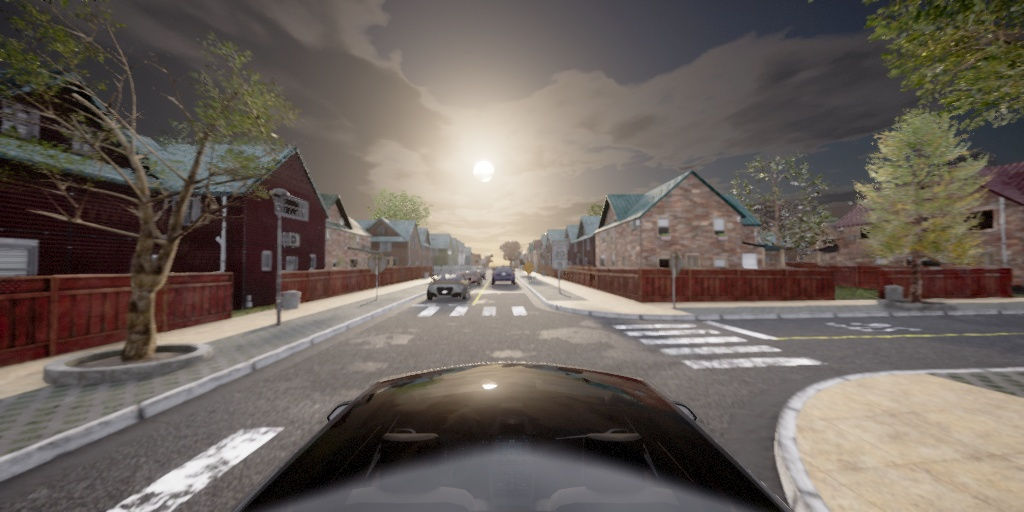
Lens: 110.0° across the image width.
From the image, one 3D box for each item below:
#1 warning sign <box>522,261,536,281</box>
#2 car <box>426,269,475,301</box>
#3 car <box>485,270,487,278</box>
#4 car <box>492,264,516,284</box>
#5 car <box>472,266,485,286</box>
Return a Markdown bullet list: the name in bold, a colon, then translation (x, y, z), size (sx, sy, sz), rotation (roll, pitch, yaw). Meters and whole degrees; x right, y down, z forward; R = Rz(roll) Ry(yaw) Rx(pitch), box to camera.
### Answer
- **warning sign**: translation (1.603, 1.399, 34.019), size (1.300, 1.860, 1.060), rotation (0, 0, -2)
- **car**: translation (-3.320, 1.591, 19.424), size (1.994, 1.385, 4.181), rotation (0, -1, -2)
- **car**: translation (-4.008, 1.960, 42.125), size (1.837, 1.490, 4.892), rotation (0, -1, -1)
- **car**: translation (-0.785, 1.619, 32.970), size (2.097, 1.767, 4.553), rotation (0, -1, -2)
- **car**: translation (-3.675, 1.797, 30.901), size (1.994, 1.385, 4.181), rotation (0, -1, -2)
